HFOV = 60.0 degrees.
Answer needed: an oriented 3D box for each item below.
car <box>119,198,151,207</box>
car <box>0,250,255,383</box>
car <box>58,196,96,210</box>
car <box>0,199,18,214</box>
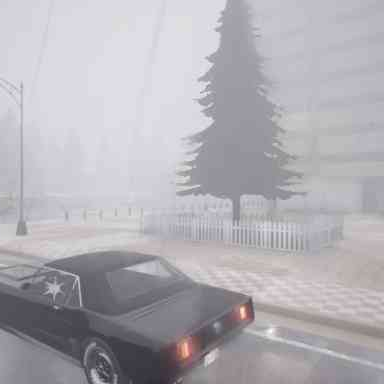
[{"bbox_3d":[-8.538,1.547,50.412,2.033,1.411,5.357,0,0,36],"label":"car"},{"bbox_3d":[-1.571,1.601,5.130,4.718,1.301,1.895,0,0,36],"label":"car"},{"bbox_3d":[-14.550,1.352,42.086,2.097,1.767,4.553,0,0,36],"label":"car"},{"bbox_3d":[-20.448,1.477,33.912,1.882,1.535,5.008,0,0,36],"label":"car"}]
